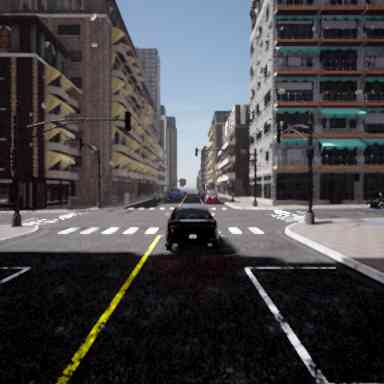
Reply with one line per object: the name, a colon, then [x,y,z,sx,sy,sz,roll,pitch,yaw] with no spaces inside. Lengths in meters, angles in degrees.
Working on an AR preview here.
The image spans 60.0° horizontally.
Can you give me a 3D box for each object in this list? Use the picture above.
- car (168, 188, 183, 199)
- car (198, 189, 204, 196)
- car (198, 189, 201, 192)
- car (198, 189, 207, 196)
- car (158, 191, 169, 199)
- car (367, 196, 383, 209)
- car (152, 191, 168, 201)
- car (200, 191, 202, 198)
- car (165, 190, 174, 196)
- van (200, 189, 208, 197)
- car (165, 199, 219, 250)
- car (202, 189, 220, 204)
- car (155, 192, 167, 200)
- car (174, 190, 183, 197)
car: [-3.038,0.326,60.723,2.150,2.045,5.566,0,1,1]
car: [2.693,0.599,66.839,1.802,1.307,4.206,0,1,0]
car: [2.693,0.519,72.372,1.802,1.307,4.206,0,1,0]
car: [2.693,0.017,88.969,2.192,1.841,5.009,0,1,0]
car: [-5.688,0.583,66.840,1.947,1.339,4.313,0,1,0]
car: [18.258,0.811,30.252,4.313,1.339,1.947,-1,2,0]
car: [-5.689,0.728,55.771,2.008,1.369,4.403,0,1,0]
car: [2.692,0.809,50.236,2.008,1.369,4.403,0,1,0]
car: [-5.688,0.325,83.439,1.887,1.381,4.507,0,1,0]
van: [2.693,0.200,77.902,1.690,1.788,3.998,0,1,0]
car: [-0.073,1.276,13.425,1.882,1.535,5.008,0,1,-2]
car: [2.693,0.779,44.702,1.967,1.590,4.097,0,1,0]
car: [-5.688,0.679,61.305,1.802,1.307,4.206,0,1,0]
car: [-2.999,0.388,76.404,1.812,1.442,4.674,0,1,0]
